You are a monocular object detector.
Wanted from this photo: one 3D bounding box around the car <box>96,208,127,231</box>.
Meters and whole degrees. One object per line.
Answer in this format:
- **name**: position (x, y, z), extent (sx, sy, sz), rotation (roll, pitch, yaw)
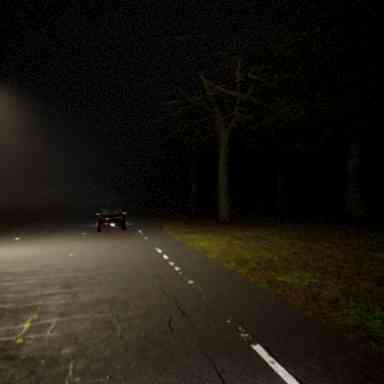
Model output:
- **car**: position (-5.824, 1.907, 24.113), extent (1.837, 1.490, 4.892), rotation (-1, -1, -15)
